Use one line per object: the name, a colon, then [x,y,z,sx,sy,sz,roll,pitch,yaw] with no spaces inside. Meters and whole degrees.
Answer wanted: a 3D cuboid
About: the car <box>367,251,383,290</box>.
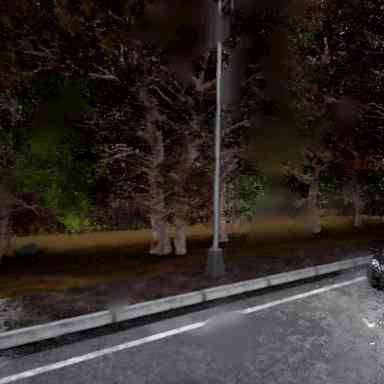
car: [6.141,1.574,8.076,4.674,1.442,1.812,1,0,-36]
